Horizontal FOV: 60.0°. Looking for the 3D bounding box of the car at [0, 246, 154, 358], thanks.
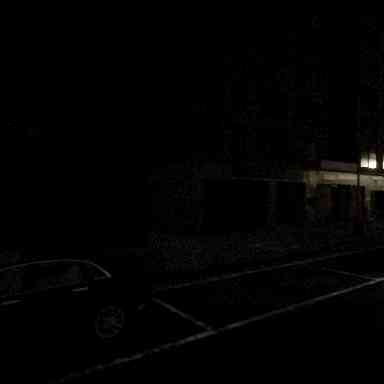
[{"bbox_3d":[-2.691,1.551,4.834,4.403,1.369,2.008,0,1,-36],"label":"car"}]
